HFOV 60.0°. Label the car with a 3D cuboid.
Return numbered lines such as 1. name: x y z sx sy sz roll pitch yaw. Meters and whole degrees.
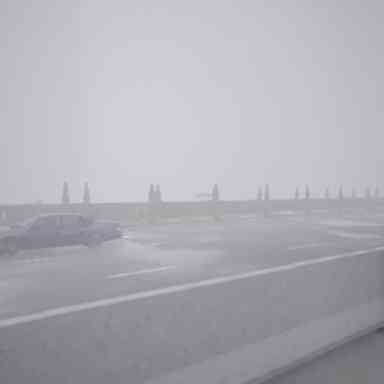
1. car: -5.438 1.542 13.008 5.357 1.411 2.033 0 0 -35
